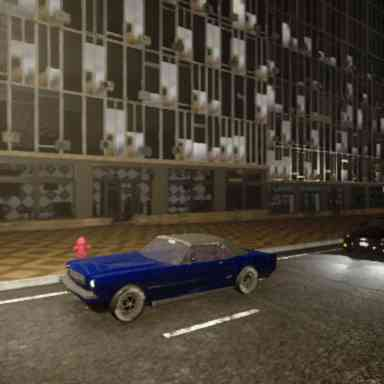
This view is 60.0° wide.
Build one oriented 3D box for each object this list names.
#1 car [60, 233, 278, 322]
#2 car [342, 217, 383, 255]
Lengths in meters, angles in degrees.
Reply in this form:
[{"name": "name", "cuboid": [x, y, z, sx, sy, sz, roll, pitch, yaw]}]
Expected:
[{"name": "car", "cuboid": [-0.336, 1.646, 7.405, 4.718, 1.301, 1.895, 1, 0, -35]}, {"name": "car", "cuboid": [7.842, 1.725, 13.169, 4.181, 1.385, 1.994, 1, 0, -35]}]
